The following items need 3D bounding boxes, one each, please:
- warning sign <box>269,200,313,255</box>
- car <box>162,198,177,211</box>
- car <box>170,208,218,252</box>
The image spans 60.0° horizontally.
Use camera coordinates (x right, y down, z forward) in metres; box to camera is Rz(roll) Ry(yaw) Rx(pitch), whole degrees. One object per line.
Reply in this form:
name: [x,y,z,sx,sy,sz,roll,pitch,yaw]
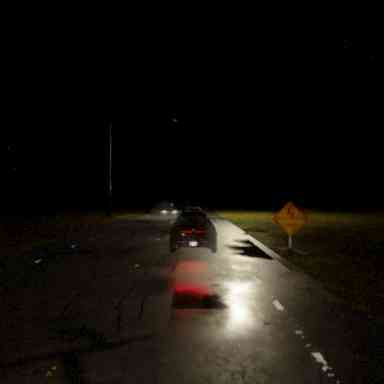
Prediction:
warning sign: [3.553,1.242,12.045,1.300,1.860,1.060,0,0,0]
car: [-3.572,2.004,54.756,2.150,2.045,5.566,0,-1,0]
car: [0.068,1.664,14.601,1.837,1.490,4.892,0,0,0]
